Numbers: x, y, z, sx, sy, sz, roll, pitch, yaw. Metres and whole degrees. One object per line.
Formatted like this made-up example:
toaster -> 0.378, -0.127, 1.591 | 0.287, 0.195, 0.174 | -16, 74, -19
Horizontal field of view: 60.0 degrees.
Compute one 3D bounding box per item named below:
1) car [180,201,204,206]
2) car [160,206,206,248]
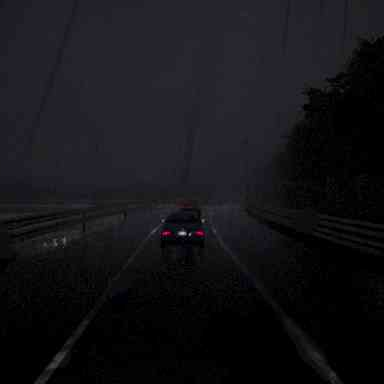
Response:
car -> -0.056, 1.503, 29.610 | 2.128, 1.511, 4.902 | 0, 0, 4
car -> -0.398, 1.572, 14.750 | 2.033, 1.411, 5.357 | 0, 0, -1
